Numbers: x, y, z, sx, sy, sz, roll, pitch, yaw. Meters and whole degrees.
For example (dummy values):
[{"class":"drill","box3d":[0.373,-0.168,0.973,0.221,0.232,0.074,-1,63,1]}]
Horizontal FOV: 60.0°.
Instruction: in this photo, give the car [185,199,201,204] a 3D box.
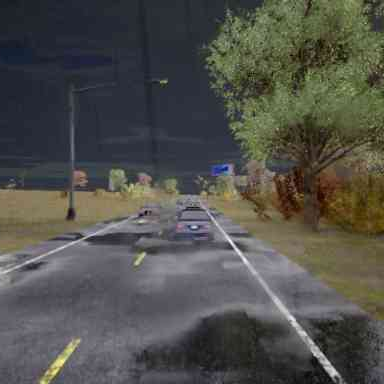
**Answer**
[{"class":"car","box3d":[0.109,1.575,41.822,2.033,1.411,5.357,0,0,0]}]

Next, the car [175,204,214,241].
[{"class":"car","box3d":[0.104,1.557,16.813,2.033,1.411,5.357,0,0,0]}]

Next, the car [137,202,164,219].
[{"class":"car","box3d":[-3.590,1.582,29.504,1.994,1.385,4.181,0,0,0]}]
